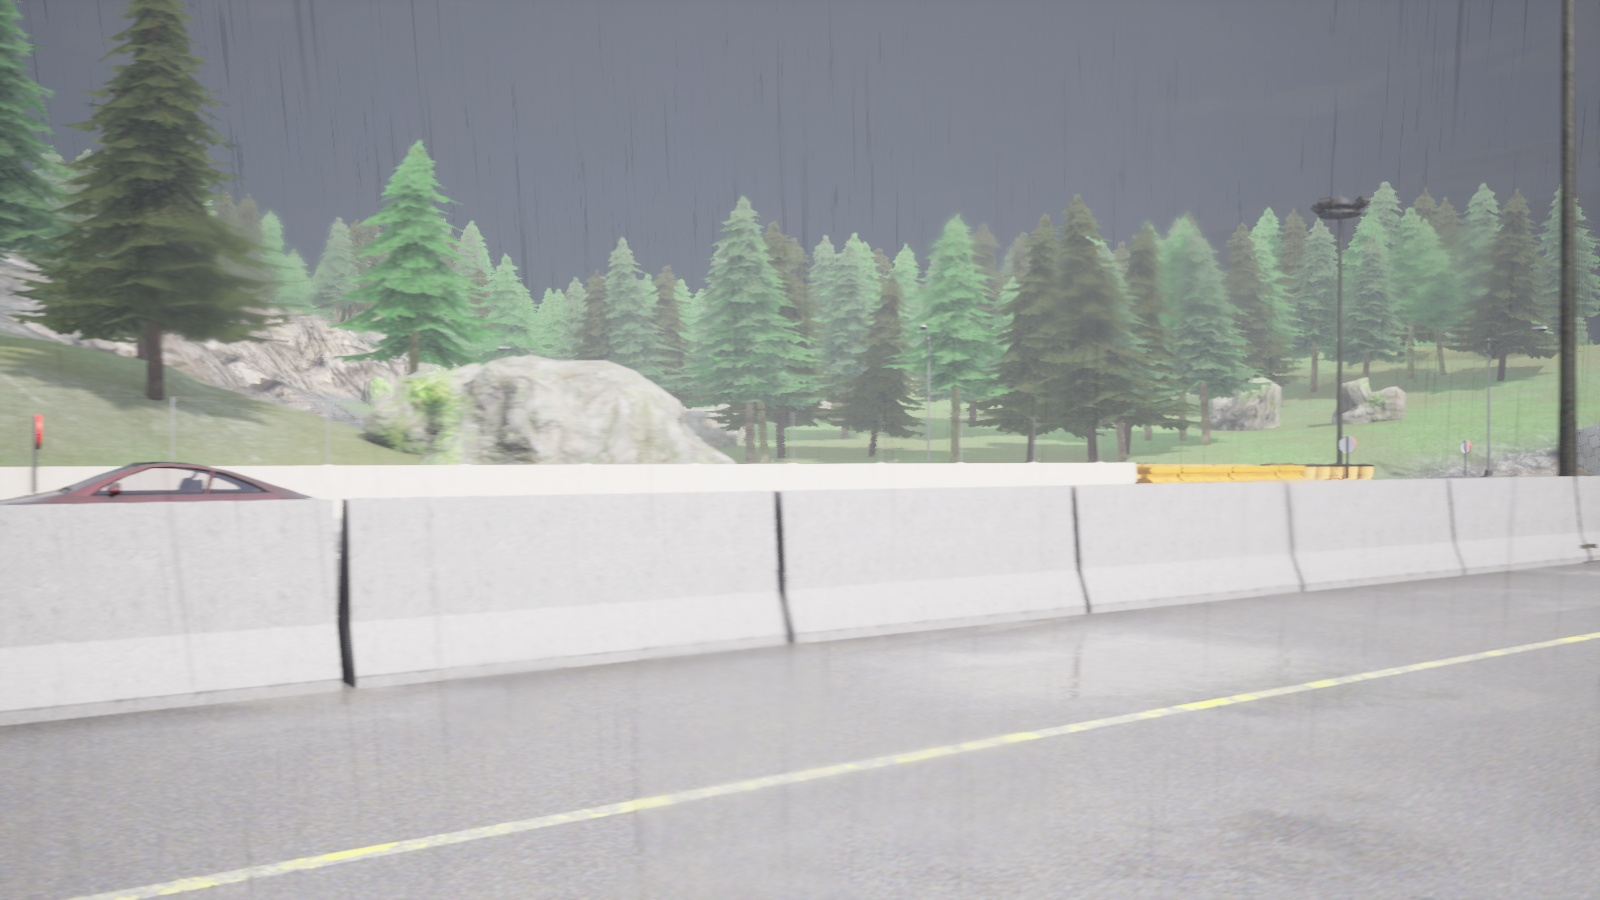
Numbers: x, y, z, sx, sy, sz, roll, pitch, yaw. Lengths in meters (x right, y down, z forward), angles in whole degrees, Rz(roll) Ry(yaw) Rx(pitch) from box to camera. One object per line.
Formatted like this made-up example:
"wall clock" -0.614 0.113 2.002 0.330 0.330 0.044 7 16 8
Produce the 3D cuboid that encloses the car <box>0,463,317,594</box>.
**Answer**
"car" -8.200 0.863 15.008 4.181 1.385 1.994 0 0 -35
